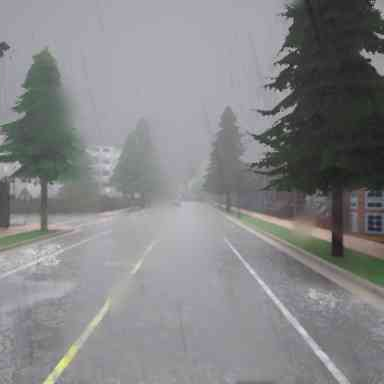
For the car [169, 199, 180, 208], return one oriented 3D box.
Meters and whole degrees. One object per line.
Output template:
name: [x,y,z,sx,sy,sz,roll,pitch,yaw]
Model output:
car: [-3.501,2.308,67.882,2.097,1.767,4.553,0,-1,0]
